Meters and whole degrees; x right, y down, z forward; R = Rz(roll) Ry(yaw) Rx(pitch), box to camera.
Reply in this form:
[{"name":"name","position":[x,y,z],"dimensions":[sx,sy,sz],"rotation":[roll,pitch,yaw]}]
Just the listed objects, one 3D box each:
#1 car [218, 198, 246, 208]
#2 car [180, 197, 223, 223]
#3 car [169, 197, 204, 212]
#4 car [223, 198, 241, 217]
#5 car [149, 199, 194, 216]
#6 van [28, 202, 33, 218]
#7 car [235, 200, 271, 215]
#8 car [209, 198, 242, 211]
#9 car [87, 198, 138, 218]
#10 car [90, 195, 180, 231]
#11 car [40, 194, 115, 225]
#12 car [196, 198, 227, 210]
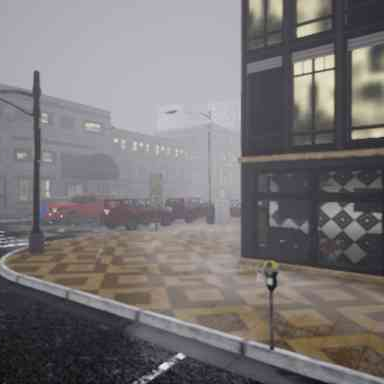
[{"name":"car","position":[5.787,1.561,47.608],"dimensions":[2.008,1.369,4.403],"rotation":[0,0,35]},{"name":"car","position":[-0.113,1.266,24.728],"dimensions":[2.192,1.841,5.009],"rotation":[0,0,35]},{"name":"car","position":[-0.586,1.409,38.585],"dimensions":[1.967,1.590,4.097],"rotation":[0,0,35]},{"name":"car","position":[3.073,1.515,29.239],"dimensions":[1.887,1.381,4.507],"rotation":[0,0,35]},{"name":"car","position":[-1.872,1.480,32.254],"dimensions":[1.812,1.442,4.674],"rotation":[0,0,36]},{"name":"van","position":[-10.146,1.253,25.048],"dimensions":[1.690,1.788,3.998],"rotation":[0,0,35]},{"name":"car","position":[6.260,1.556,33.751],"dimensions":[1.947,1.339,4.313],"rotation":[0,0,35]},{"name":"car","position":[4.144,1.497,40.762],"dimensions":[1.837,1.490,4.892],"rotation":[0,0,35]},{"name":"car","position":[-6.960,1.370,29.559],"dimensions":[1.967,1.590,4.097],"rotation":[0,0,35]},{"name":"car","position":[-3.300,1.248,20.216],"dimensions":[2.192,1.841,5.009],"rotation":[0,0,35]},{"name":"car","position":[-7.690,1.143,24.031],"dimensions":[2.150,2.045,5.566],"rotation":[0,0,35]},{"name":"car","position":[2.600,1.540,43.095],"dimensions":[2.008,1.369,4.403],"rotation":[0,0,35]}]
